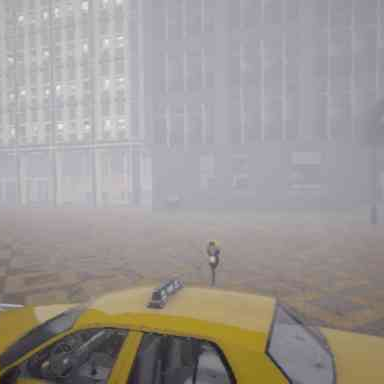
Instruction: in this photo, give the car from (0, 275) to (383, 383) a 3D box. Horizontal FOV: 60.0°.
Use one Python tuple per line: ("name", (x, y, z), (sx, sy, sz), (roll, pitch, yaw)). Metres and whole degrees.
("car", (-0.452, 1.435, 2.868), (4.829, 1.417, 1.752), (-1, 2, 18))
